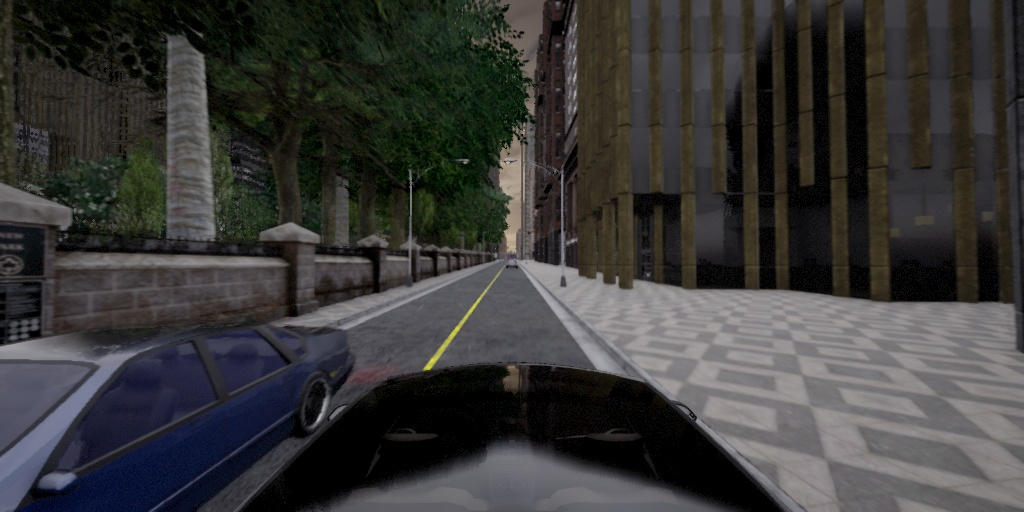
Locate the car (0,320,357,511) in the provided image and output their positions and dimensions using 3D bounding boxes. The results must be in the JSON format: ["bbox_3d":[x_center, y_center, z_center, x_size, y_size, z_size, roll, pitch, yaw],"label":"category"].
[{"bbox_3d":[-3.092,1.297,2.707,2.033,1.411,5.357,0,0,0],"label":"car"}]

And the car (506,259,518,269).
[{"bbox_3d":[0.008,1.329,57.890,1.994,1.385,4.181,0,0,0],"label":"car"}]
